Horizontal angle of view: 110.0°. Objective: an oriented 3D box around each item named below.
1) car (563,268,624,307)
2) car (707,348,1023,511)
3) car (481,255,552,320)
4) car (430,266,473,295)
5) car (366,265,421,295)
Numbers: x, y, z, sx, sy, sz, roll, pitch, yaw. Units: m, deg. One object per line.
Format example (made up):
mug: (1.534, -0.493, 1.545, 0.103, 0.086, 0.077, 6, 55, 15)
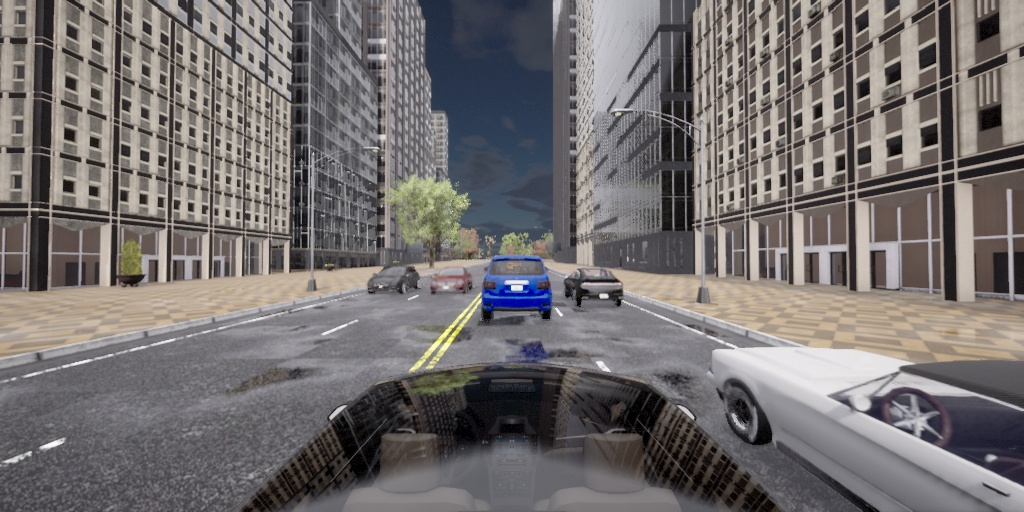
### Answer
car: (3.415, 1.267, 15.705, 2.128, 1.511, 4.902, 0, 0, 0)
car: (3.352, 1.352, 2.332, 1.895, 1.301, 4.718, 0, 0, 0)
car: (0.153, 0.994, 12.848, 2.150, 2.045, 5.566, 0, 0, 0)
car: (-3.265, 1.309, 20.086, 1.812, 1.442, 4.674, 0, 0, 0)
car: (-6.514, 1.288, 20.228, 1.837, 1.490, 4.892, 0, 0, 0)
